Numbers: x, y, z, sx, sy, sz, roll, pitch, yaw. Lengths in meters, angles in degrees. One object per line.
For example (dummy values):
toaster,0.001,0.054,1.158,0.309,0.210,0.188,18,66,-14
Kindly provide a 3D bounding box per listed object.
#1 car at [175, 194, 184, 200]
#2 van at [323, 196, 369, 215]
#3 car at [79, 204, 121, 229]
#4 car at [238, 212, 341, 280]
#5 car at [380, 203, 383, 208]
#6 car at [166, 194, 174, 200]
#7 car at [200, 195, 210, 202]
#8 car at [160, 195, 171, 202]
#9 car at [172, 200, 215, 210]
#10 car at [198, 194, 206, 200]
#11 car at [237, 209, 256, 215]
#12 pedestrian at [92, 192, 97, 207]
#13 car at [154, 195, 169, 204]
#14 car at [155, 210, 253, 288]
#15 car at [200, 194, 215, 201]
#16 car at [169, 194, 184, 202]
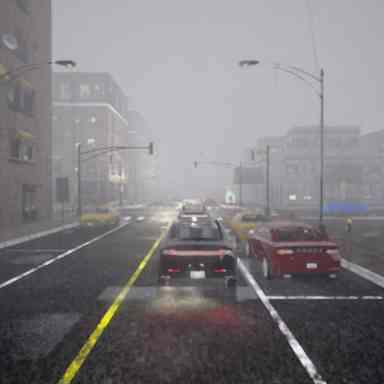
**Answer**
car,-2.980,1.328,82.129,1.994,1.385,4.181,0,0,0
van,14.666,1.312,31.855,3.998,1.788,1.690,0,0,0
car,-5.691,1.460,20.928,1.752,1.417,4.829,0,0,0
car,2.687,1.513,9.698,1.887,1.381,4.507,0,0,0
car,25.496,1.441,40.314,4.829,1.417,1.752,0,0,0
car,-5.675,1.320,87.564,1.752,1.417,4.829,0,0,0
car,2.702,1.371,70.654,2.008,1.369,4.403,0,0,0
car,-5.679,1.371,70.644,2.008,1.369,4.403,0,0,0
car,0.106,1.430,19.529,2.128,1.511,4.902,0,0,0
car,2.706,1.345,87.744,2.008,1.369,4.403,-1,0,0
car,2.689,1.476,15.565,1.752,1.417,4.829,0,0,0
pedestrian,-12.620,0.943,42.979,0.375,1.860,0.375,0,0,0
car,-5.682,1.392,59.250,2.008,1.369,4.403,0,0,0
car,0.105,1.460,9.160,2.128,1.511,4.902,0,0,0
car,2.697,1.292,53.563,1.967,1.590,4.097,0,0,0
car,-2.988,1.373,66.620,2.033,1.411,5.357,0,0,0
